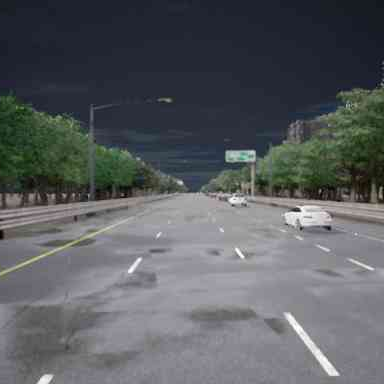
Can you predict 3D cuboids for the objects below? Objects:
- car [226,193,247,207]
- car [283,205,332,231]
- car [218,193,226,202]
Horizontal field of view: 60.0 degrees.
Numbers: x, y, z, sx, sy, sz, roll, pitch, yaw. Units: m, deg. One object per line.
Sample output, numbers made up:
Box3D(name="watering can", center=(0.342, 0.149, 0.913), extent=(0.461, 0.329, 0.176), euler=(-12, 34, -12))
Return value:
Box3D(name="car", center=(7.113, 1.220, 51.626), extent=(2.150, 2.045, 5.566), euler=(0, 0, 0))
Box3D(name="car", center=(7.010, 1.537, 20.441), extent=(1.812, 1.442, 4.674), euler=(0, 0, 0))
Box3D(name="car", center=(7.273, 1.495, 78.706), extent=(1.812, 1.442, 4.674), euler=(0, 0, 0))
